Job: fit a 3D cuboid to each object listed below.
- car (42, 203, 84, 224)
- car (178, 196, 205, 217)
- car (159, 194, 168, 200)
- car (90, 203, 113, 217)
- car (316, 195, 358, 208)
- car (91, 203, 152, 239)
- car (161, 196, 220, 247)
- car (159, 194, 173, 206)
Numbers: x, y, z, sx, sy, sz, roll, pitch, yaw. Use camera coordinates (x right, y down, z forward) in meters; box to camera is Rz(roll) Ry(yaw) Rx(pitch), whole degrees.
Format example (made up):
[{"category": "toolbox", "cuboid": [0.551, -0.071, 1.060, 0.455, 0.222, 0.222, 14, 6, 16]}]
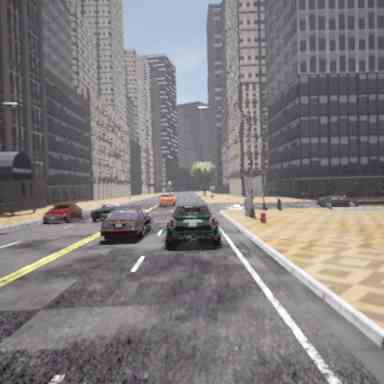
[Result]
[{"category": "car", "cuboid": [-9.872, 1.589, 25.888, 1.812, 1.442, 4.674, -2, 0, 0]}, {"category": "car", "cuboid": [-0.022, 1.231, 29.777, 2.128, 1.511, 4.902, -2, 0, 0]}, {"category": "car", "cuboid": [-6.768, 1.092, 79.239, 1.895, 1.301, 4.718, -2, 1, 0]}, {"category": "car", "cuboid": [-6.613, 1.560, 26.678, 1.895, 1.301, 4.718, -2, 0, 0]}, {"category": "car", "cuboid": [15.793, 1.030, 36.277, 4.403, 1.369, 2.008, -1, 1, -1]}, {"category": "car", "cuboid": [-3.214, 1.490, 17.030, 2.033, 1.411, 5.357, -2, 1, 0]}, {"category": "car", "cuboid": [0.026, 1.218, 14.698, 2.097, 1.767, 4.553, -2, 0, 0]}, {"category": "car", "cuboid": [-3.324, 1.002, 46.638, 2.097, 1.767, 4.553, -2, 1, 0]}]
